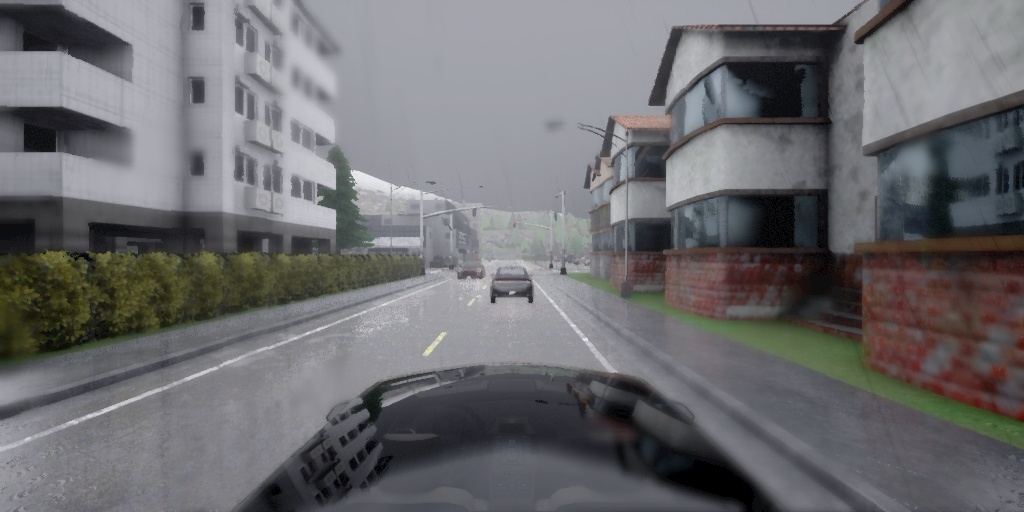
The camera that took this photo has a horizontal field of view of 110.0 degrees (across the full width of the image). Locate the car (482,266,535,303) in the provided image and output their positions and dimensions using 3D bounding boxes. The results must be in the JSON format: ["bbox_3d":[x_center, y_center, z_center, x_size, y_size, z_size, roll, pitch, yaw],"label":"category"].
[{"bbox_3d":[0.000,1.244,16.500,2.128,1.511,4.902,0,0,0],"label":"car"}]

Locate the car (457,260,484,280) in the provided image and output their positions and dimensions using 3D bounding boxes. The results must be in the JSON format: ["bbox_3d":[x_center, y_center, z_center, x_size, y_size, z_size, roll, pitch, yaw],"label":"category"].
[{"bbox_3d":[-3.500,1.153,31.490,2.097,1.767,4.553,0,0,0],"label":"car"}]
